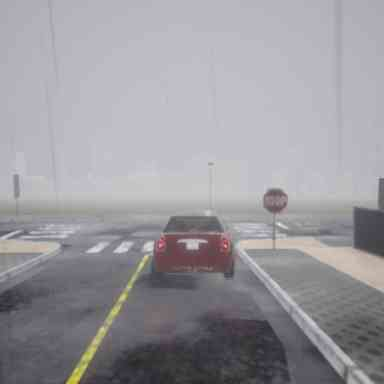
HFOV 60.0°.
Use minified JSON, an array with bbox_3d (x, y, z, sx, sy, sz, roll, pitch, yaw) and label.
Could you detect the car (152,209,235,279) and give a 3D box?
[{"bbox_3d":[0.159,1.324,10.180,2.097,1.767,4.553,0,0,4],"label":"car"}]
